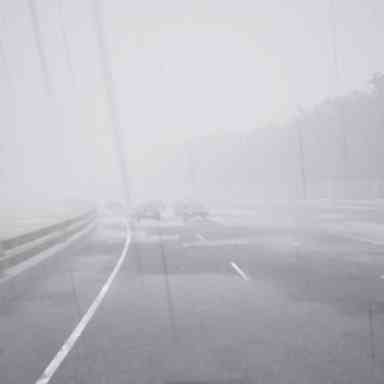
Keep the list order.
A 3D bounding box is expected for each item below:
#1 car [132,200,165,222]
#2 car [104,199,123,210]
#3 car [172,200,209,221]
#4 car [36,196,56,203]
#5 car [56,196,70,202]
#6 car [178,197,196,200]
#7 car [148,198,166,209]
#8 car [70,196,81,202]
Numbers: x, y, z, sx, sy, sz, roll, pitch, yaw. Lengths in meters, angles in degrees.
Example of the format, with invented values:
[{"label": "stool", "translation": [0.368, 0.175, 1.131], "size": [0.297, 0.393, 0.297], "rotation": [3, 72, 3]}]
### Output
[{"label": "car", "translation": [-3.794, 1.593, 27.248], "size": [1.994, 1.385, 4.181], "rotation": [-1, 0, -16]}, {"label": "car", "translation": [-10.581, 1.623, 44.930], "size": [1.812, 1.442, 4.674], "rotation": [-1, 0, -25]}, {"label": "car", "translation": [-0.166, 1.588, 27.300], "size": [1.895, 1.301, 4.718], "rotation": [-1, 0, -15]}, {"label": "car", "translation": [-33.644, 1.735, 75.635], "size": [4.902, 1.511, 2.128], "rotation": [-1, 0, 42]}, {"label": "car", "translation": [-31.281, 1.679, 78.217], "size": [4.892, 1.490, 1.837], "rotation": [-1, 0, 42]}, {"label": "car", "translation": [-0.836, 1.338, 40.178], "size": [2.097, 1.767, 4.553], "rotation": [-1, 0, -22]}, {"label": "car", "translation": [-4.598, 1.523, 40.135], "size": [2.128, 1.511, 4.902], "rotation": [-1, 0, -22]}, {"label": "car", "translation": [-28.670, 1.649, 80.604], "size": [4.892, 1.490, 1.837], "rotation": [-1, 0, 45]}]
